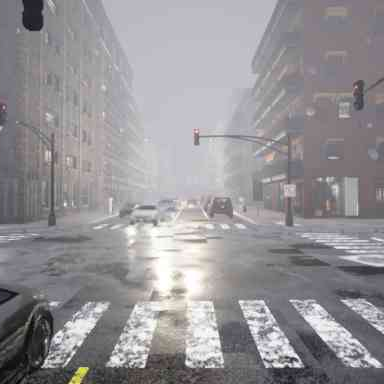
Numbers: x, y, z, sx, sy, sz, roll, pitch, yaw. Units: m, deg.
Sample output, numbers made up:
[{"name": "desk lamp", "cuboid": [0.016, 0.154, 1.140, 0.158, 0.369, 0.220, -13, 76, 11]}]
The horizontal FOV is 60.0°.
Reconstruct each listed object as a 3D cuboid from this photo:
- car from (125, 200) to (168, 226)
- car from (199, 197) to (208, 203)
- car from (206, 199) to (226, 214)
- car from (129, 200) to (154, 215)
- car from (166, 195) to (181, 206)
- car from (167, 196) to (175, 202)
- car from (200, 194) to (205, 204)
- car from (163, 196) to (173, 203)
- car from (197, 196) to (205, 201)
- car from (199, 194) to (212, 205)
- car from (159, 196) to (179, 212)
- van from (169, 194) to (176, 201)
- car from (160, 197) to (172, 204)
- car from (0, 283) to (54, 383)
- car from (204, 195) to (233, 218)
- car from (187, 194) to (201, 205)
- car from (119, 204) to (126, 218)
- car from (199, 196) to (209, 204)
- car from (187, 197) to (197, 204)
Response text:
[{"name": "car", "cuboid": [-3.157, 1.550, 24.068, 1.812, 1.442, 4.674, 0, 1, 4]}, {"name": "car", "cuboid": [2.509, 1.728, 74.629, 1.802, 1.307, 4.206, 1, 0, 0]}, {"name": "car", "cuboid": [2.549, 1.540, 35.876, 1.752, 1.417, 4.829, 1, 0, 0]}, {"name": "car", "cuboid": [-5.331, 1.580, 35.654, 1.947, 1.339, 4.313, 1, 0, 0]}, {"name": "car", "cuboid": [-2.872, 1.531, 55.108, 1.882, 1.535, 5.008, 0, -1, 0]}, {"name": "car", "cuboid": [-5.381, 1.763, 85.717, 2.008, 1.369, 4.403, 1, 0, 0]}, {"name": "car", "cuboid": [2.547, 1.335, 41.271, 2.192, 1.841, 5.009, 1, 0, 0]}, {"name": "car", "cuboid": [-5.370, 1.670, 74.418, 1.752, 1.417, 4.829, 1, 0, 0]}, {"name": "car", "cuboid": [2.493, 1.813, 91.320, 1.947, 1.339, 4.313, 1, 0, 0]}, {"name": "car", "cuboid": [2.523, 1.402, 63.505, 2.192, 1.841, 5.009, 1, 0, 0]}, {"name": "car", "cuboid": [-2.868, 1.543, 38.434, 1.812, 1.442, 4.674, 0, 0, 0]}, {"name": "van", "cuboid": [-5.383, 1.588, 91.282, 1.690, 1.788, 3.998, 1, 0, 0]}, {"name": "car", "cuboid": [-5.365, 1.666, 69.026, 2.008, 1.369, 4.403, 1, 0, 0]}, {"name": "car", "cuboid": [-2.851, 1.564, 2.806, 1.994, 1.385, 4.181, 0, 0, 0]}, {"name": "car", "cuboid": [2.558, 1.326, 30.147, 2.192, 1.841, 5.009, 1, 0, 0]}, {"name": "car", "cuboid": [0.046, 1.564, 60.107, 2.128, 1.511, 4.902, 0, 0, 0]}, {"name": "car", "cuboid": [-5.326, 1.577, 30.093, 1.947, 1.339, 4.313, 1, 0, 0]}, {"name": "car", "cuboid": [2.516, 1.556, 69.069, 1.967, 1.590, 4.097, 1, 0, 0]}, {"name": "car", "cuboid": [-0.001, 1.684, 70.341, 1.994, 1.385, 4.181, 0, 0, 0]}]
